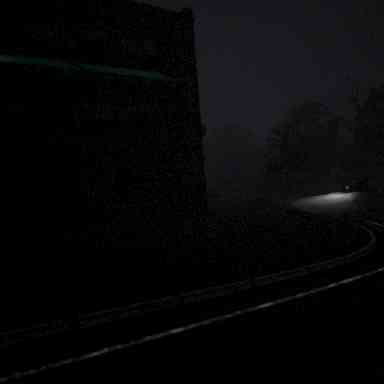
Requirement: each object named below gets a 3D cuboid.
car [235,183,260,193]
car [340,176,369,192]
[{"bbox_3d":[9.233,-0.684,55.698,1.837,1.490,4.892,-6,0,-31],"label":"car"},{"bbox_3d":[17.436,-0.948,35.601,2.128,1.511,4.902,-2,4,43],"label":"car"}]
